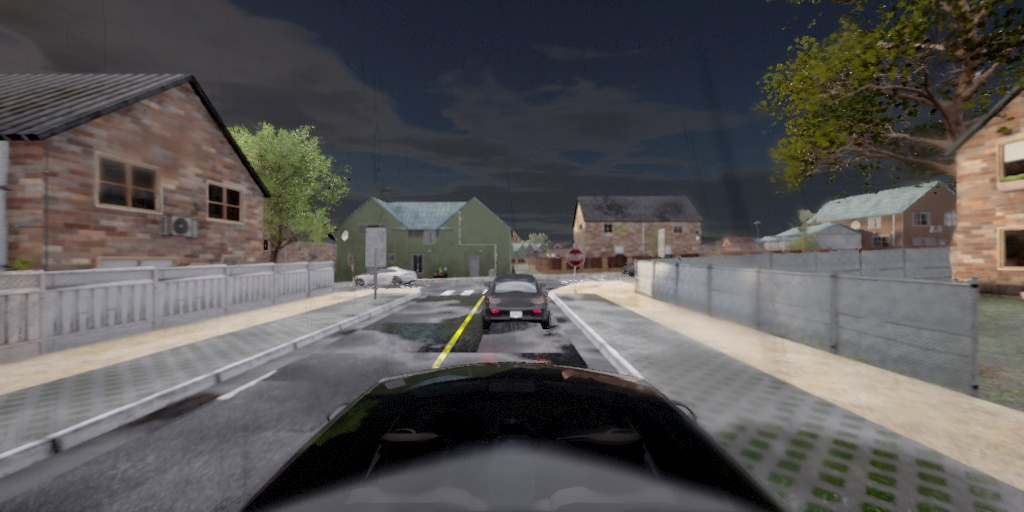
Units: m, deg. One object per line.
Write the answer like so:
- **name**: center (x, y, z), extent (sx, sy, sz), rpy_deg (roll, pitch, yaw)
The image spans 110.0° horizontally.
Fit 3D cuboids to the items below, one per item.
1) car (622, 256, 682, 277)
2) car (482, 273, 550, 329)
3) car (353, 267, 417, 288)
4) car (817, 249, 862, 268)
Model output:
- **car**: center (10.689, 0.777, 26.705), extent (4.892, 1.490, 1.837), rpy_deg (-3, 0, 0)
- **car**: center (0.100, 1.260, 11.101), extent (1.812, 1.442, 4.674), rpy_deg (0, 0, 0)
- **car**: center (-9.511, 1.548, 26.839), extent (4.674, 1.442, 1.812), rpy_deg (-2, -1, 6)
- **car**: center (24.130, 0.271, 26.599), extent (5.008, 1.535, 1.882), rpy_deg (-2, 0, 0)
